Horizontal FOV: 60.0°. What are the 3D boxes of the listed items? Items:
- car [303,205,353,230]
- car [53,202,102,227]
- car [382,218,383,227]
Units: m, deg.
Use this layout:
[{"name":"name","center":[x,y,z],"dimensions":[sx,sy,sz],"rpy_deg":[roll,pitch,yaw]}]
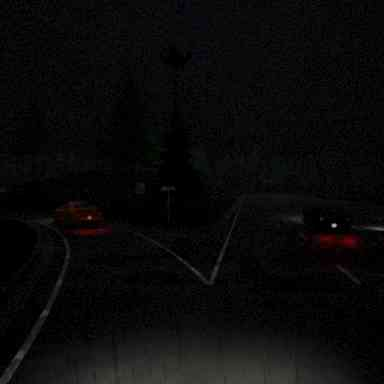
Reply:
[{"name":"car","center":[7.745,1.427,19.463],"dimensions":[1.895,1.301,4.718],"rpy_deg":[0,0,9]},{"name":"car","center":[-7.610,1.368,21.839],"dimensions":[1.882,1.535,5.008],"rpy_deg":[0,0,-37]},{"name":"car","center":[10.570,1.388,15.082],"dimensions":[2.033,1.411,5.357],"rpy_deg":[0,0,9]}]
